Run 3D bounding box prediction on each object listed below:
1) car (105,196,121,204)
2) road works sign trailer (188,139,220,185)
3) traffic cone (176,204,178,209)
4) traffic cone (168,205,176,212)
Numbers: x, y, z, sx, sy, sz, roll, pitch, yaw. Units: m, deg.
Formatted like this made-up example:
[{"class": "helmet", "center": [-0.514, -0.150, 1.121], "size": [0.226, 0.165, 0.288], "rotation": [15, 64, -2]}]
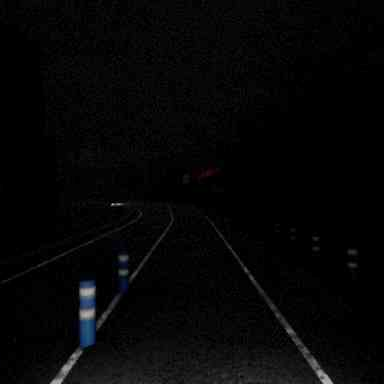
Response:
[{"class": "car", "center": [-15.402, 1.544, 64.533], "size": [1.994, 1.385, 4.181], "rotation": [-4, 2, -33]}, {"class": "road works sign trailer", "center": [0.838, -3.125, 31.896], "size": [2.380, 3.560, 2.880], "rotation": [-25, 37, -18]}, {"class": "traffic cone", "center": [-2.081, 1.917, 44.397], "size": [0.340, 0.580, 0.340], "rotation": [0, 1, -6]}, {"class": "traffic cone", "center": [-2.327, 2.047, 38.330], "size": [0.340, 0.580, 0.340], "rotation": [-1, 1, -7]}]
